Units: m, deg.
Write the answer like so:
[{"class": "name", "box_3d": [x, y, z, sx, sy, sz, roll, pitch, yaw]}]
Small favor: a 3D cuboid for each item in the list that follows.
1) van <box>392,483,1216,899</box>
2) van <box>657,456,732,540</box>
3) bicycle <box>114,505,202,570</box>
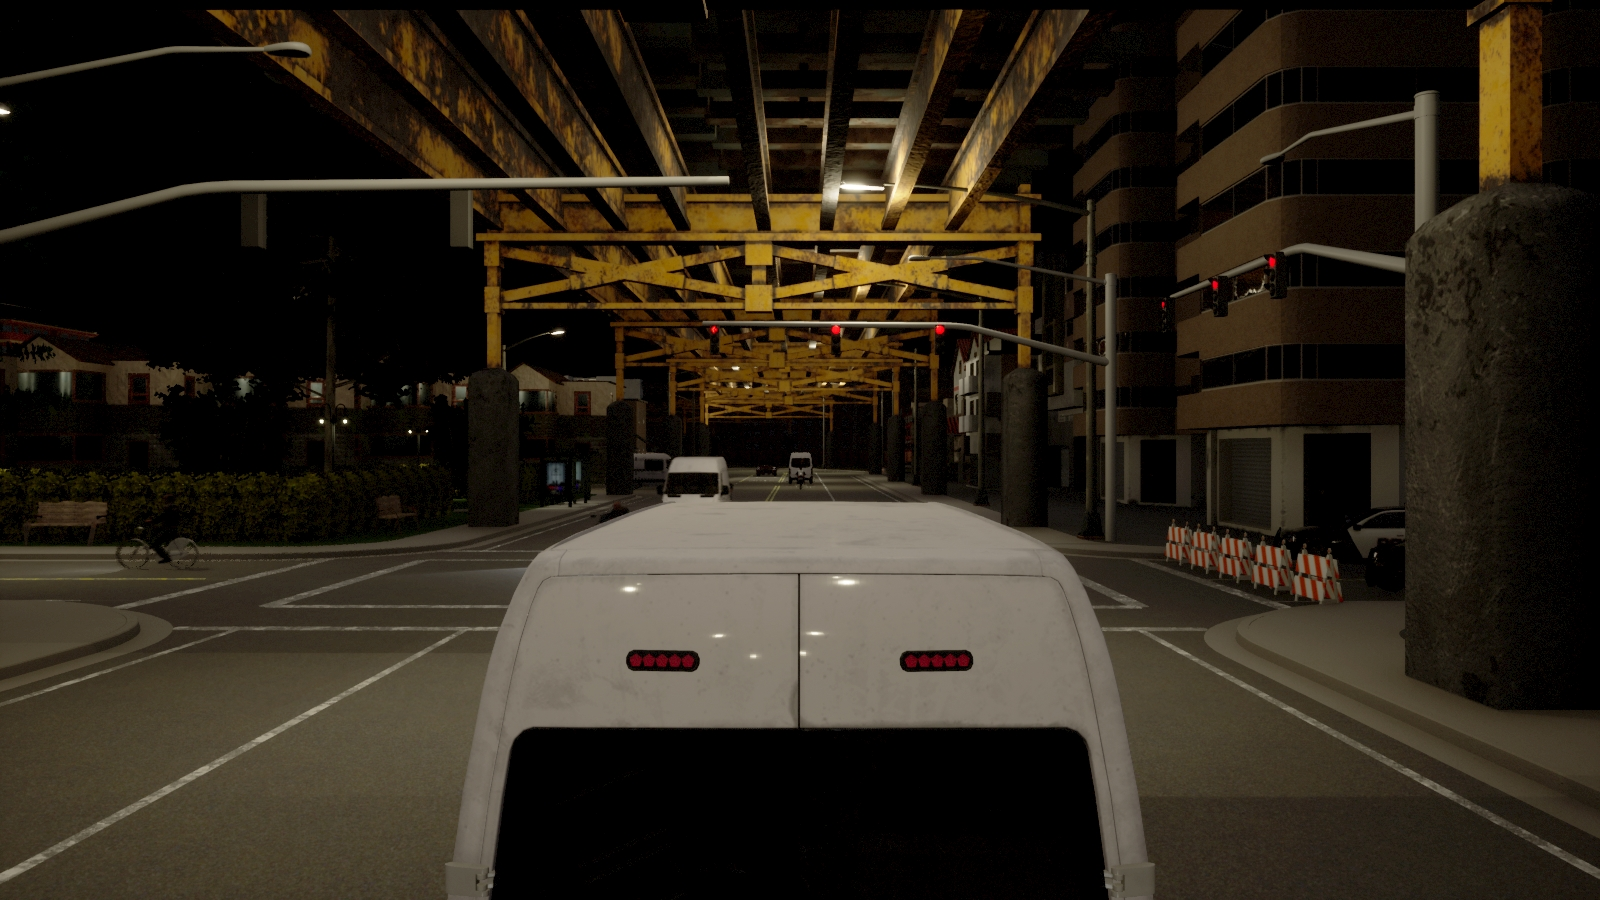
[{"class": "van", "box_3d": [0.015, 1.531, 5.717, 1.988, 2.561, 5.915, 0, 0, 0]}, {"class": "van", "box_3d": [-3.463, 1.518, 38.565, 1.988, 2.561, 5.915, 0, 0, 0]}, {"class": "bicycle", "box_3d": [-14.933, 2.036, 26.575, 1.835, 1.496, 0.329, 0, 0, -2]}]
